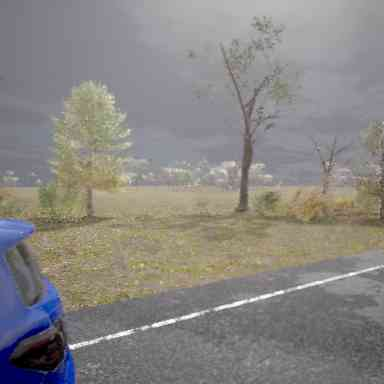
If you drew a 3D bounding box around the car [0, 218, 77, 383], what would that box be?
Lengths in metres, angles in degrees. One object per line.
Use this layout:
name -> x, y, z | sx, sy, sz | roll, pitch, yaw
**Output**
car -> -3.453, 1.214, 1.509 | 5.566, 2.045, 2.150 | 0, 0, -36
